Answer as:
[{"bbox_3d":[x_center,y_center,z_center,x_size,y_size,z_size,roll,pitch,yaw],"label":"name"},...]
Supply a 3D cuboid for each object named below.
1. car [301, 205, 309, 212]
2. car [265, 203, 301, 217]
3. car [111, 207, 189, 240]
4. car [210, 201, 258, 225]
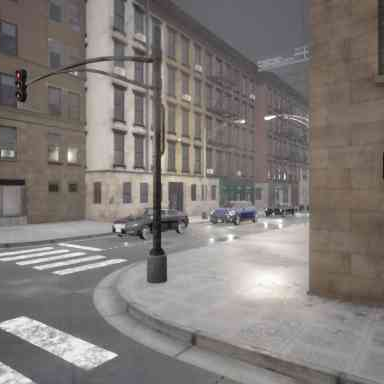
[{"bbox_3d":[14.890,1.832,41.566,1.895,1.301,4.718,0,0,36],"label":"car"},{"bbox_3d":[8.976,1.777,33.316,1.895,1.301,4.718,0,0,35],"label":"car"},{"bbox_3d":[-2.086,1.568,17.788,2.128,1.511,4.902,0,0,35],"label":"car"},{"bbox_3d":[3.254,1.476,25.306,2.097,1.767,4.553,0,0,36],"label":"car"}]
